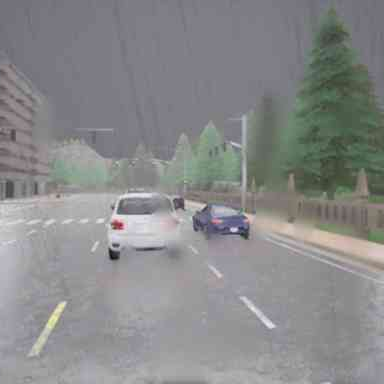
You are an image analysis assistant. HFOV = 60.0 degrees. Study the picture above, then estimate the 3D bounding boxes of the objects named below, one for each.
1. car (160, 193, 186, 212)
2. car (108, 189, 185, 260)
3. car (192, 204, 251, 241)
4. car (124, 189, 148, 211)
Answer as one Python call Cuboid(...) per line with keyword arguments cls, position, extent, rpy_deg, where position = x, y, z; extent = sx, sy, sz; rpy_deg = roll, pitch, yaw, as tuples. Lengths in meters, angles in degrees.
Cuboid(cls="car", position=(-1.936, 0.942, 32.297), extent=(1.882, 1.535, 5.008), rpy_deg=(0, 1, -11))
Cuboid(cls="car", position=(-1.701, 1.026, 11.862), extent=(2.150, 2.045, 5.566), rpy_deg=(0, 1, -9))
Cuboid(cls="car", position=(1.234, 1.267, 15.177), extent=(1.812, 1.442, 4.674), rpy_deg=(0, 1, -10))
Cuboid(cls="car", position=(-5.698, 0.686, 33.327), extent=(2.150, 2.045, 5.566), rpy_deg=(0, 1, -11))
